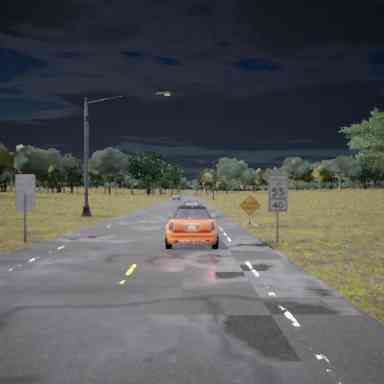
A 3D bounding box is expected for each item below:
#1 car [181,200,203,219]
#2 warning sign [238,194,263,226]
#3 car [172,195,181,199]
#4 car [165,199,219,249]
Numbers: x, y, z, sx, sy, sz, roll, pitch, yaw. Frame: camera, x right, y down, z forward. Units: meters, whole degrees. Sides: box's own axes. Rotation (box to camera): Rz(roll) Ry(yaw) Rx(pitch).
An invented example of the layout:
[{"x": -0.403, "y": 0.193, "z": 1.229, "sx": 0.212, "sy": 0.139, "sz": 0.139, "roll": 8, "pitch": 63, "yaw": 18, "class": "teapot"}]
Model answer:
[{"x": 0.001, "y": 1.499, "z": 29.656, "sx": 1.812, "sy": 1.442, "sz": 4.674, "roll": 0, "pitch": 0, "yaw": 0, "class": "car"}, {"x": 3.569, "y": 1.094, "z": 20.461, "sx": 1.300, "sy": 1.860, "sz": 1.060, "roll": 1, "pitch": 1, "yaw": 0, "class": "warning sign"}, {"x": -3.499, "y": 1.309, "z": 75.964, "sx": 1.882, "sy": 1.535, "sz": 5.008, "roll": 0, "pitch": 0, "yaw": 0, "class": "car"}, {"x": 0.000, "y": 1.352, "z": 14.622, "sx": 2.097, "sy": 1.767, "sz": 4.553, "roll": 0, "pitch": 0, "yaw": 0, "class": "car"}]
